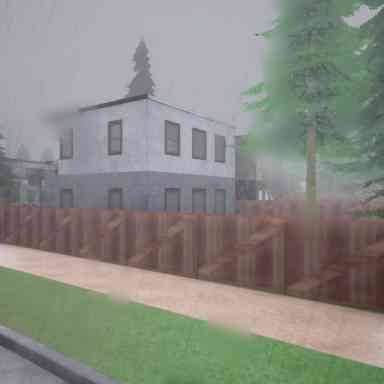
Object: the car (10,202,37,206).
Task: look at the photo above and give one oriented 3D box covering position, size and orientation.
[{"bbox_3d":[-15.332,1.582,29.320,1.895,1.301,4.718,0,0,28],"label":"car"}]
